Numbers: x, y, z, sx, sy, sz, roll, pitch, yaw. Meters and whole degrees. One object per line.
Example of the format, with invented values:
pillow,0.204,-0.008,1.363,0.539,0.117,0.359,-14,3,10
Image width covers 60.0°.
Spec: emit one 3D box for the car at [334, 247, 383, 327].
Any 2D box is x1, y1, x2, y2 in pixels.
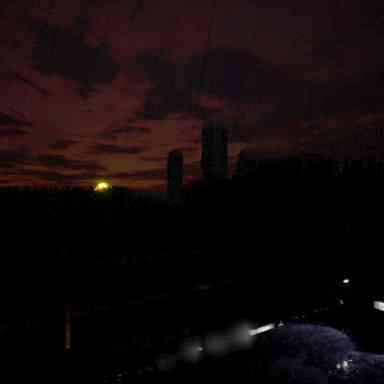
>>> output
car,4.548,1.553,6.148,4.181,1.385,1.994,0,0,-34
